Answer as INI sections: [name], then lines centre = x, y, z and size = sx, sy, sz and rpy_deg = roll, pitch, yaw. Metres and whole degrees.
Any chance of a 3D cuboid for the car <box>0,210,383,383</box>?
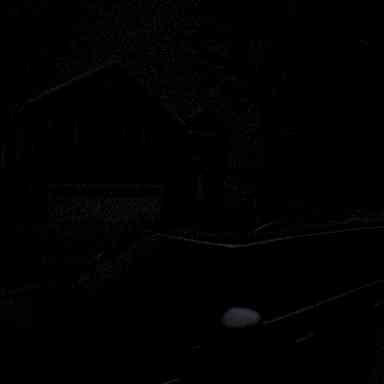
[car]
centre = 0.300, 1.242, 3.285
size = 5.566, 2.045, 2.150
rpy_deg = 1, 0, -36
